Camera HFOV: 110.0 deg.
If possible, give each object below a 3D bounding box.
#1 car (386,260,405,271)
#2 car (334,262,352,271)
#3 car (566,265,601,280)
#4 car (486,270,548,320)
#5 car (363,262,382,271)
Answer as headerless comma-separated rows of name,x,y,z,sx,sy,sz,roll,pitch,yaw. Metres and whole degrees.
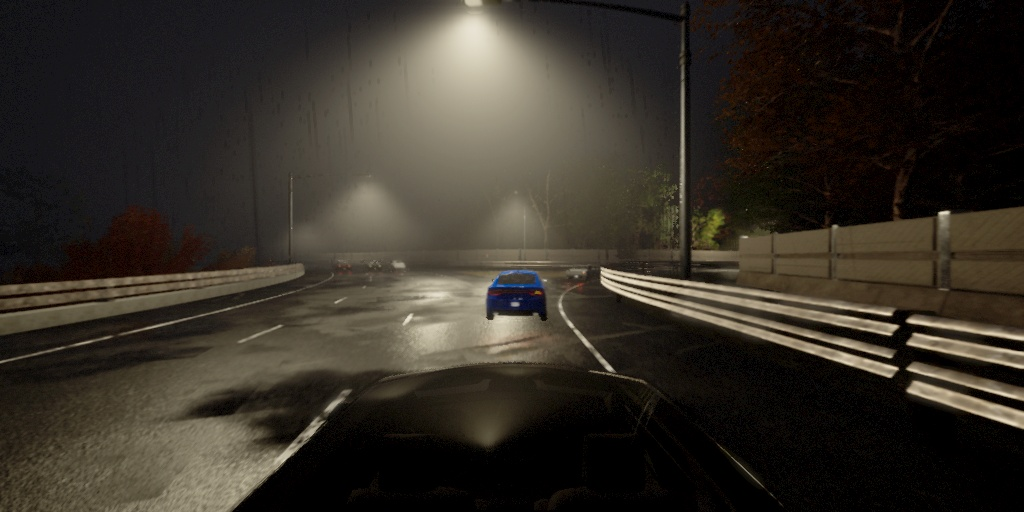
car,-16.983,1.380,52.566,1.812,1.442,4.674,0,0,-32
car,-23.992,1.453,50.696,1.895,1.301,4.718,0,0,-32
car,6.541,1.410,31.760,1.895,1.301,4.718,0,0,32
car,0.259,1.250,12.852,1.882,1.535,5.008,0,0,4
car,-19.651,1.451,50.332,1.895,1.301,4.718,0,0,-31
